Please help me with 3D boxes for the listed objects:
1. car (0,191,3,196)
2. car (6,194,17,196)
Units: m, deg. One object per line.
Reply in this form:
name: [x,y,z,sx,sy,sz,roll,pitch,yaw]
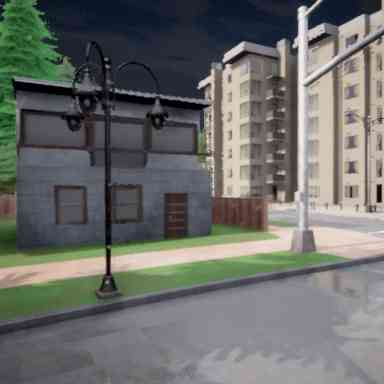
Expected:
car: [-38.194,0.651,65.135,1.905,1.878,3.866,-1,1,-26]
car: [-36.112,0.625,66.597,1.932,1.855,4.605,-1,1,-26]
